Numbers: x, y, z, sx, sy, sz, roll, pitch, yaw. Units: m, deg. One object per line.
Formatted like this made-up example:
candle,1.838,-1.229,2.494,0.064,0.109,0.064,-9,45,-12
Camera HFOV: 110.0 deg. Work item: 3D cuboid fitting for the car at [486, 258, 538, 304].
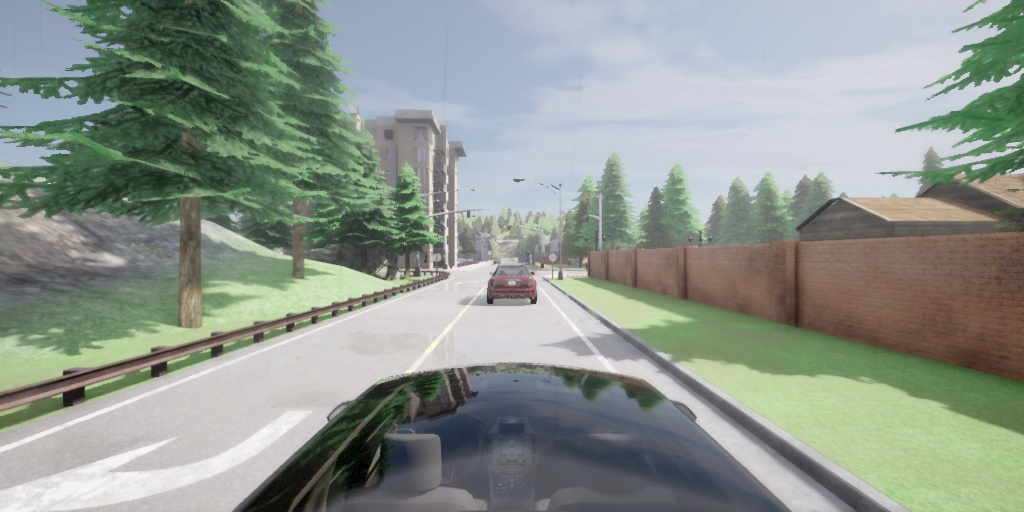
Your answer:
car,0.000,1.115,16.470,2.097,1.767,4.553,0,0,0
